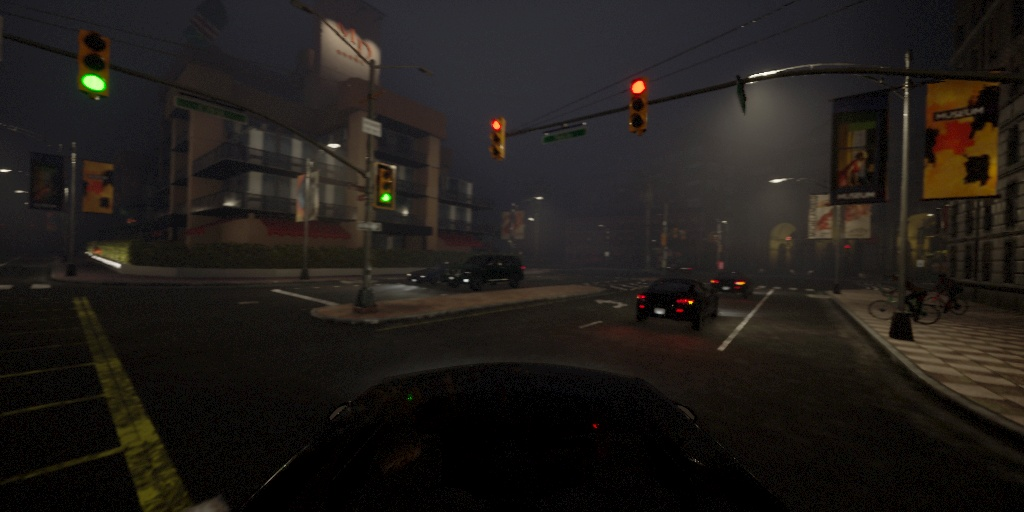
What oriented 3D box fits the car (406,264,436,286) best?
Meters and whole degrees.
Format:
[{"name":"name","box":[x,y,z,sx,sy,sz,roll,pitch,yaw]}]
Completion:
[{"name":"car","box":[-4.294,1.142,23.878,2.033,1.411,5.357,2,0,38]}]

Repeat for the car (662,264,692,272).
[{"name":"car","box":[22.755,1.854,49.556,2.128,1.511,4.902,2,0,-8]}]

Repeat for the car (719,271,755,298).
[{"name":"car","box":[13.244,1.642,21.587,1.812,1.442,4.674,2,0,38]}]

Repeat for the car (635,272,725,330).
[{"name":"car","box":[5.588,1.428,11.948,1.812,1.442,4.674,2,0,38]}]

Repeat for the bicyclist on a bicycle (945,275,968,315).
[{"name":"bicyclist on a bicycle","box":[17.467,1.551,14.435,1.656,1.620,0.582,1,0,4]}]

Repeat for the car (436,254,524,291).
[{"name":"car","box":[-1.539,0.900,21.682,2.150,2.045,5.566,2,0,40]}]

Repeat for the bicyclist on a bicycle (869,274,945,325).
[{"name":"bicyclist on a bicycle","box":[13.170,1.427,12.083,0.582,1.620,1.656,2,0,-36]}]
